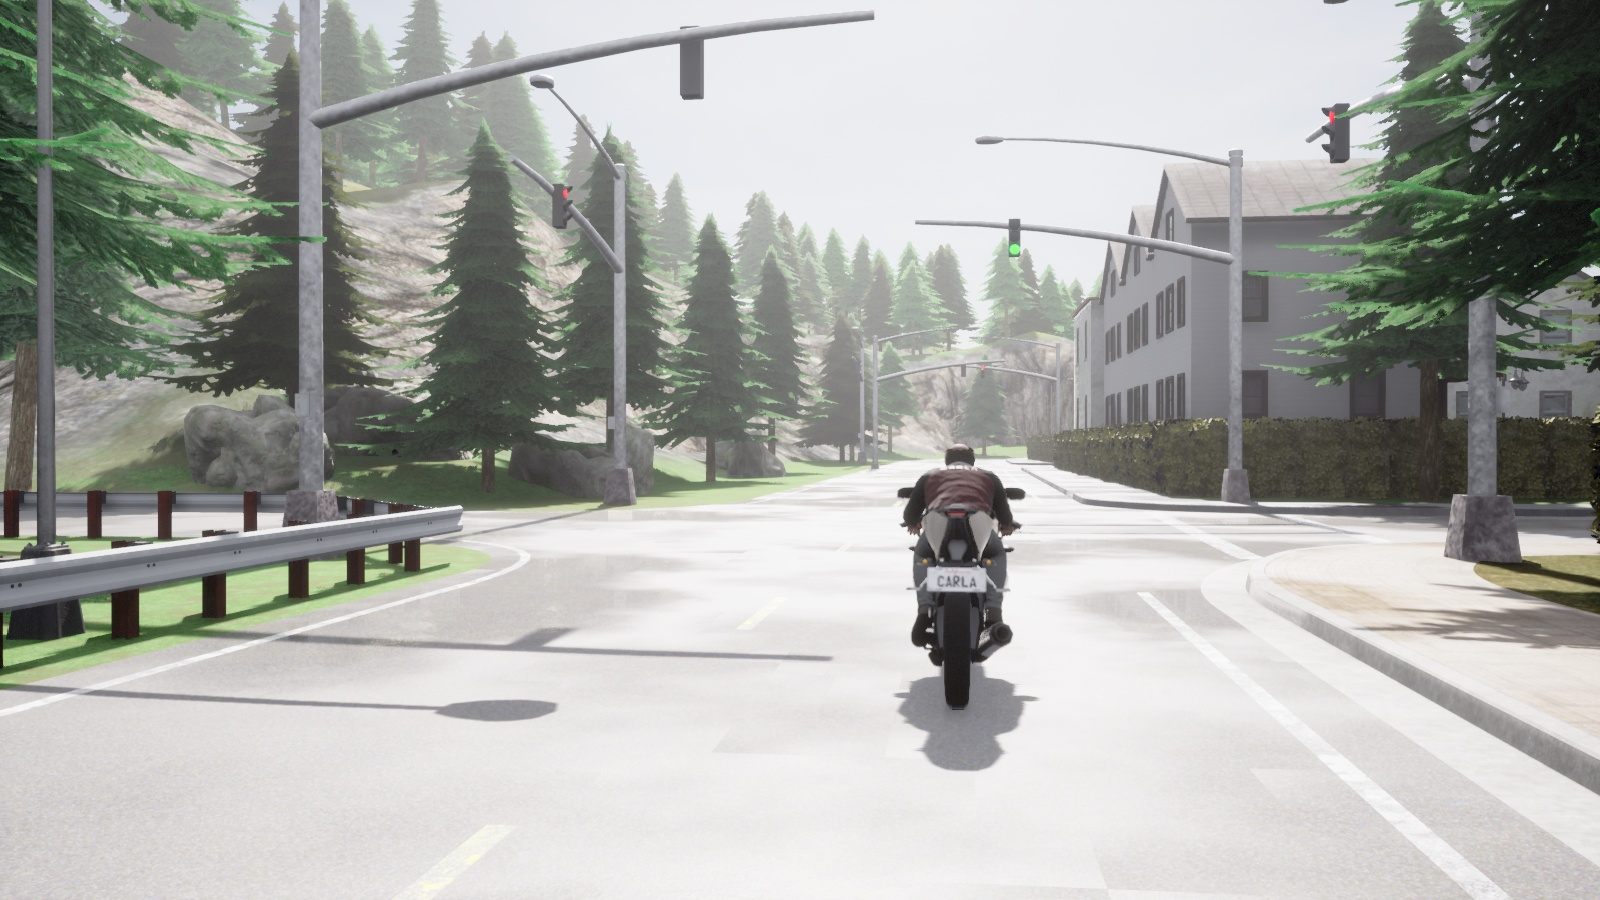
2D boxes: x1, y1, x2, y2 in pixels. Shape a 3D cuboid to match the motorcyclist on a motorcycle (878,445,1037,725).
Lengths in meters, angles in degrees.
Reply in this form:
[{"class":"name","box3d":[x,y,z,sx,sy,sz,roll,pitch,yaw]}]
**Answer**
[{"class":"motorcyclist on a motorcycle","box3d":[1.019,0.737,8.020,0.866,1.530,2.191,0,0,8]}]
